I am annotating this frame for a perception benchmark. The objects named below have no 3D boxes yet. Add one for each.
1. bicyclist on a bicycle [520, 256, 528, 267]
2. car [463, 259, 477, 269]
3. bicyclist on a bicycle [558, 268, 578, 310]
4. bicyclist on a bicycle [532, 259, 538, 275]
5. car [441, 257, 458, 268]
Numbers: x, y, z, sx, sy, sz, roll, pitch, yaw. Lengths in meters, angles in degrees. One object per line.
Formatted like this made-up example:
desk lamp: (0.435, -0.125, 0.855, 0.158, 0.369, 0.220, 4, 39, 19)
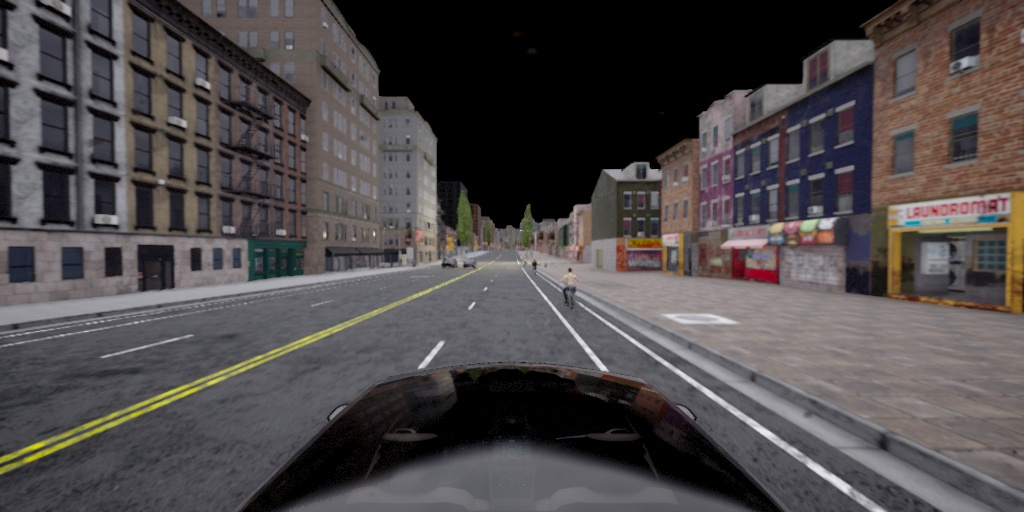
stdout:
bicyclist on a bicycle: (2.239, 1.131, 60.054, 0.866, 1.612, 1.509, 0, 1, 0)
car: (-6.520, 1.185, 55.796, 1.837, 1.490, 4.892, 0, 0, 0)
bicyclist on a bicycle: (2.249, 1.251, 14.048, 0.866, 1.612, 1.509, 0, 0, 0)
bicyclist on a bicycle: (2.242, 1.151, 35.559, 0.659, 1.776, 1.843, 0, 1, 0)
car: (-9.766, 1.022, 56.482, 2.097, 1.767, 4.553, 0, 0, 0)
